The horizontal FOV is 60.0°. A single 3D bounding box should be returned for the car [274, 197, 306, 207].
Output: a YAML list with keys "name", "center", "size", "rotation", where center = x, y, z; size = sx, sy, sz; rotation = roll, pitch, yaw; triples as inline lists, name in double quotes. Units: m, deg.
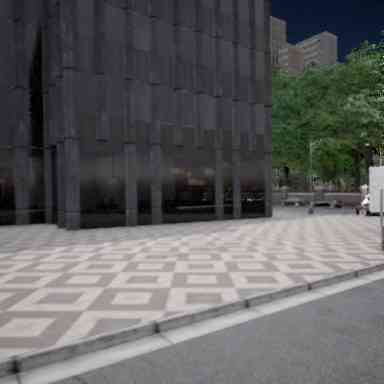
- name: "car"
  center: [14.845, 1.464, 48.746]
  size: [2.008, 1.369, 4.403]
  rotation: [-1, 1, -35]

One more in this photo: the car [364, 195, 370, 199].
- name: "car"
  center: [19.416, 1.346, 32.267]
  size: [2.150, 2.045, 5.566]
  rotation: [-1, 2, -35]

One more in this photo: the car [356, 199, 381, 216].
- name: "car"
  center: [17.324, 1.639, 30.450]
  size: [1.947, 1.339, 4.313]
  rotation: [-1, 1, -35]

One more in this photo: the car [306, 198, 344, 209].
- name: "car"
  center: [17.991, 1.479, 44.288]
  size: [1.947, 1.339, 4.313]
  rotation: [-1, 1, -35]
